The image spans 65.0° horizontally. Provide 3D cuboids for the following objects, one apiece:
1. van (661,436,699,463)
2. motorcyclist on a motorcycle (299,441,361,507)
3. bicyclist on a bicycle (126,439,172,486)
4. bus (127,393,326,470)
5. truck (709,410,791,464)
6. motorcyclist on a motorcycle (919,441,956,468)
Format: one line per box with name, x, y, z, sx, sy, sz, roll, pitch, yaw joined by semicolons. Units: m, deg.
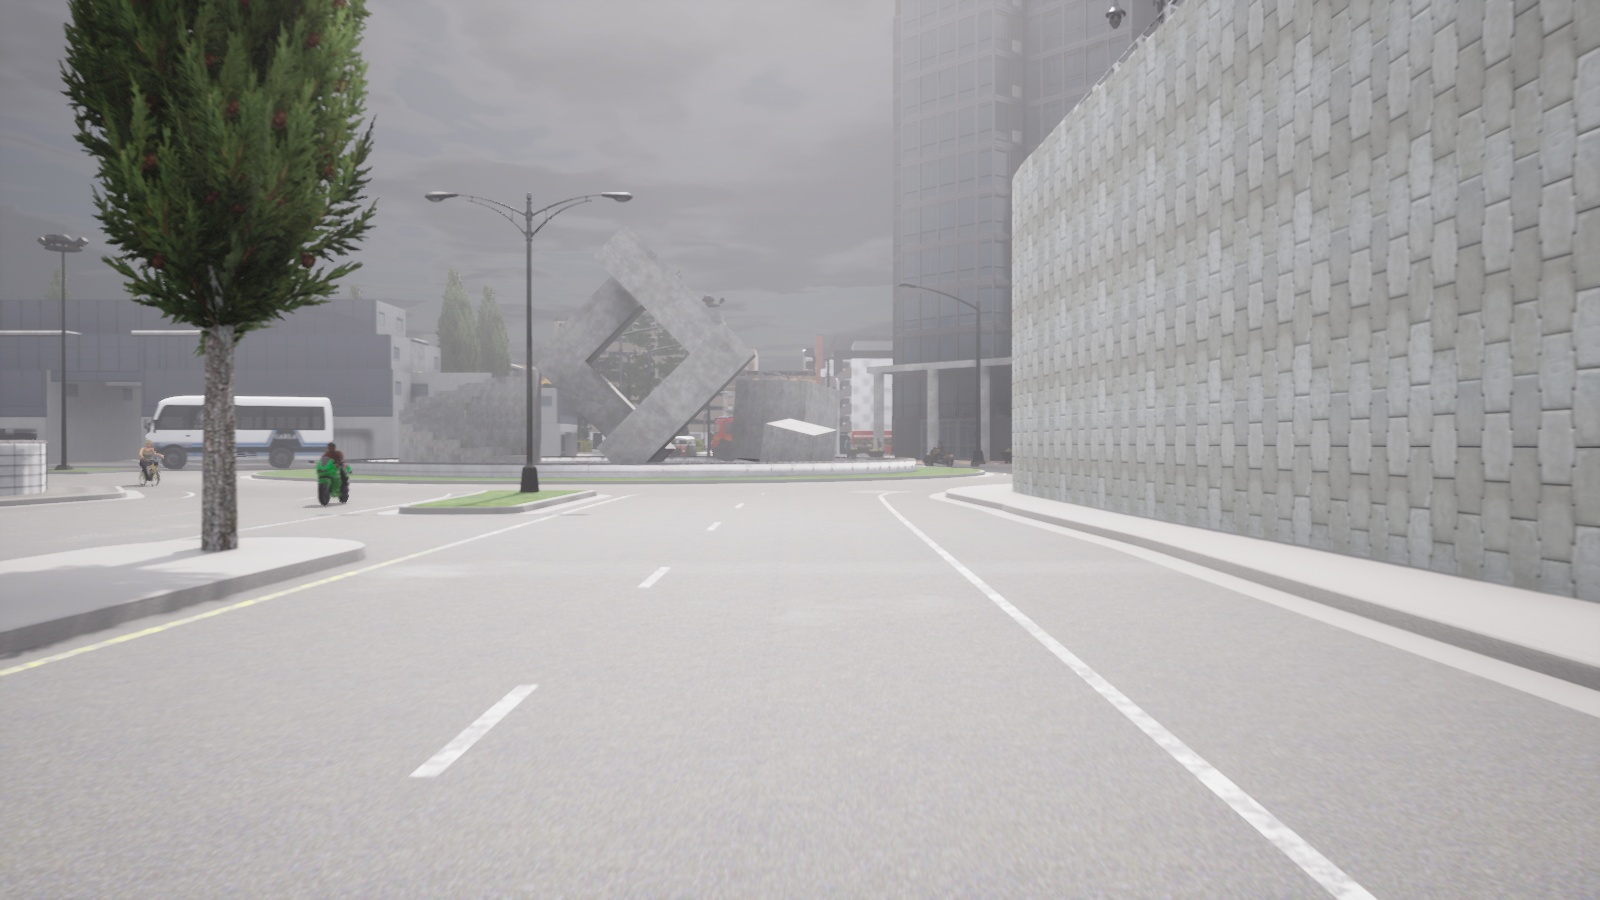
van;-9.282;-0.087;97.601;2.069;2.038;4.480;0;0;6
motorcyclist on a motorcycle;-11.313;0.549;30.286;0.797;1.523;2.044;0;0;-2
bicyclist on a bicycle;-22.652;0.418;43.662;1.509;1.612;0.866;0;0;39
bus;-33.271;-1.070;73.278;10.273;4.253;3.944;0;1;-24
truck;-3.847;-0.951;94.077;2.891;3.827;8.468;0;0;-27
motorcyclist on a motorcycle;8.511;0.266;77.765;0.766;1.649;2.350;-1;1;-42
